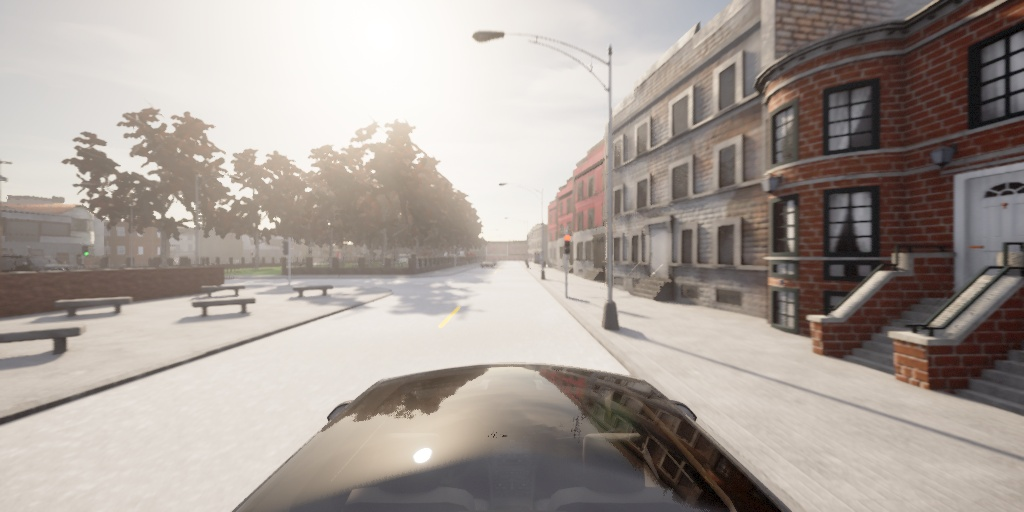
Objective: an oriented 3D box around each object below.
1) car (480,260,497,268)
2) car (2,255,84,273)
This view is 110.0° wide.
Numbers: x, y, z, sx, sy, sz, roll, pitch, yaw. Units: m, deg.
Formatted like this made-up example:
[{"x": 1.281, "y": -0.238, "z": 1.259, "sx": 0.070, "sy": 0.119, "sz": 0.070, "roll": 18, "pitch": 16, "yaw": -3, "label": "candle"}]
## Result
[{"x": -4.067, "y": 1.301, "z": 59.129, "sx": 1.994, "sy": 1.385, "sz": 4.181, "roll": 0, "pitch": 0, "yaw": 1, "label": "car"}, {"x": -33.955, "y": 0.976, "z": 25.512, "sx": 5.566, "sy": 2.045, "sz": 2.150, "roll": 0, "pitch": 0, "yaw": 0, "label": "car"}]
